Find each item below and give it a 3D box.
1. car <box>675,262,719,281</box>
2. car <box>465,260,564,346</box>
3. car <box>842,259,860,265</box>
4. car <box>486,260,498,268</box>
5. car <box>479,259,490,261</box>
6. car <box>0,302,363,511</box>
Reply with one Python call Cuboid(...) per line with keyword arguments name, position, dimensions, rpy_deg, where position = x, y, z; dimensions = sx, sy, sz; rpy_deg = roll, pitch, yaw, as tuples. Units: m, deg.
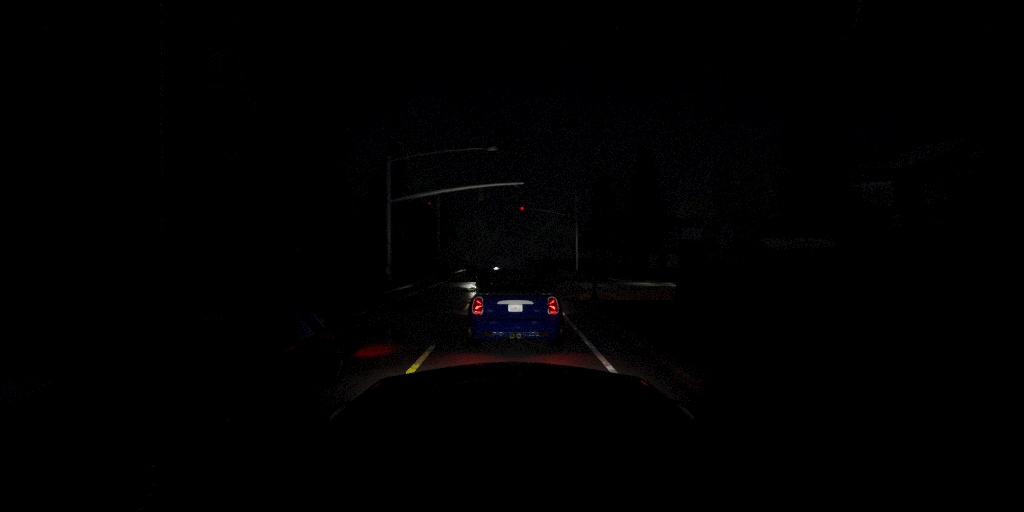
Cuboid(name="car", position=(14.864, 1.259, 27.095), dimensions=(4.553, 1.767, 2.097), rpy_deg=(0, 0, 5))
Cuboid(name="car", position=(0.078, 1.102, 9.560), dimensions=(2.097, 1.767, 4.553), rpy_deg=(0, 0, 0))
Cuboid(name="car", position=(25.520, 1.130, 25.804), dimensions=(5.566, 2.045, 2.150), rpy_deg=(0, 0, 12))
Cuboid(name="car", position=(-3.565, 1.350, 63.785), dimensions=(1.895, 1.301, 4.718), rpy_deg=(0, 0, 0))
Cuboid(name="car", position=(-2.700, 1.227, 29.835), dimensions=(1.882, 1.535, 5.008), rpy_deg=(-1, 0, -16))
Cuboid(name="car", position=(-3.601, 1.298, 4.167), dimensions=(2.033, 1.411, 5.357), rpy_deg=(0, 0, 0))
